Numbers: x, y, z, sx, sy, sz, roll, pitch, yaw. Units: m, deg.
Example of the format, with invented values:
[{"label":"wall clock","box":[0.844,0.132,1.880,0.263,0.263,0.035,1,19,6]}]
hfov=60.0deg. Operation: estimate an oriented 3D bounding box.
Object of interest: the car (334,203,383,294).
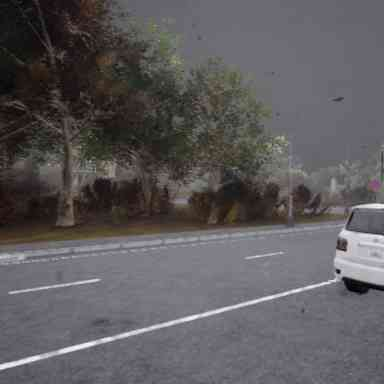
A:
[{"label":"car","box":[5.596,1.301,7.738,5.566,2.045,2.150,2,-1,-35]}]
